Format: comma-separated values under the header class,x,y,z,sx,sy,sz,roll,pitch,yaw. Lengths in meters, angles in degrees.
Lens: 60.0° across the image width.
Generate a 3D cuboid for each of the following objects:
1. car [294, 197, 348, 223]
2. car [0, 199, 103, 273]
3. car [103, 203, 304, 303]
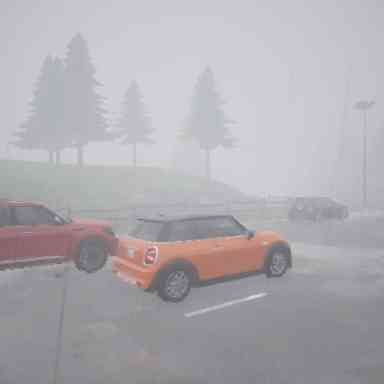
class,x,y,z,sx,sy,sz,roll,pitch,yaw
car,8.702,1.093,22.846,4.553,1.767,2.097,-1,1,-36
car,-4.769,1.203,8.937,5.566,2.045,2.150,0,0,-35
car,0.419,1.288,8.329,4.553,1.767,2.097,-1,1,-35
